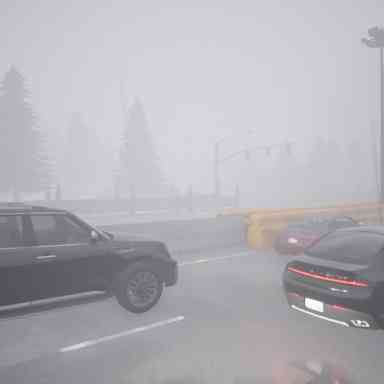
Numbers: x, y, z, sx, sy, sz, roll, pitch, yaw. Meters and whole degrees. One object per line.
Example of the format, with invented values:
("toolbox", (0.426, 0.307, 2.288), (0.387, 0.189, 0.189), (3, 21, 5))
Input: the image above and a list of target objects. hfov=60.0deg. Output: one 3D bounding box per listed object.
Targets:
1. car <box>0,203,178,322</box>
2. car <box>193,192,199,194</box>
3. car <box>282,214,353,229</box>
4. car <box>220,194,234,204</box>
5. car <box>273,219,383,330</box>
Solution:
("car", (-2.943, 1.217, 5.946), (5.566, 2.045, 2.150), (0, 0, -36))
("car", (0.999, 0.829, 76.645), (2.128, 1.511, 4.902), (-1, 1, 3))
("car", (4.749, 1.437, 11.427), (4.181, 1.385, 1.994), (-1, 1, -35))
("car", (4.917, 1.055, 49.774), (1.812, 1.442, 4.674), (-1, 1, -35))
("car", (3.835, 1.433, 6.485), (4.892, 1.490, 1.837), (-1, 1, -35))
